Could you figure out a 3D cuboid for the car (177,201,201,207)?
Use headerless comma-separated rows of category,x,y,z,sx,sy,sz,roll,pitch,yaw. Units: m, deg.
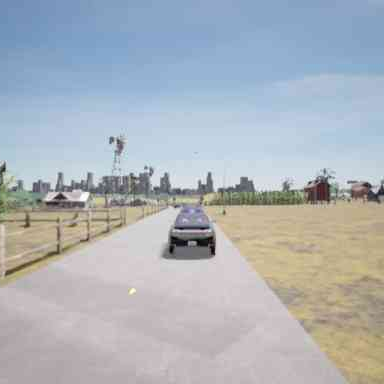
car,0.014,1.674,29.090,2.097,1.767,4.553,0,-1,0

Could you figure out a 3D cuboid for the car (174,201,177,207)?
car,-2.725,2.617,67.763,2.033,1.411,5.357,0,-1,0

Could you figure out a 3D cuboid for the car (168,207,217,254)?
car,0.009,1.640,14.301,2.128,1.511,4.902,0,-1,0
